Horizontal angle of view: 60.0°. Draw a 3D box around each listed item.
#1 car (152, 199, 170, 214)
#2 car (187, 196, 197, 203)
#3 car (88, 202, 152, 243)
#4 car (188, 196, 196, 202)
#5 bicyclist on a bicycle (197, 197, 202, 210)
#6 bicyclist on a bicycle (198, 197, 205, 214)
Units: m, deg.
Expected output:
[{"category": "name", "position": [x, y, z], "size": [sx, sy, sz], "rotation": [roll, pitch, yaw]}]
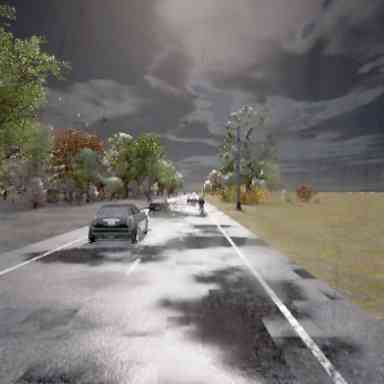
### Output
[{"category": "car", "position": [-3.402, 1.435, 35.262], "size": [1.882, 1.535, 5.008], "rotation": [0, 0, 0]}, {"category": "car", "position": [0.037, 1.487, 65.480], "size": [1.994, 1.385, 4.181], "rotation": [0, 0, 1]}, {"category": "car", "position": [-3.401, 1.332, 16.179], "size": [2.097, 1.767, 4.553], "rotation": [0, 0, 0]}, {"category": "car", "position": [0.003, 1.506, 77.148], "size": [1.895, 1.301, 4.718], "rotation": [0, 0, 0]}, {"category": "bicyclist on a bicycle", "position": [0.965, 1.404, 40.689], "size": [0.582, 1.620, 1.656], "rotation": [0, 0, 0]}, {"category": "bicyclist on a bicycle", "position": [0.965, 1.332, 31.901], "size": [0.659, 1.776, 1.843], "rotation": [0, 0, 0]}]
